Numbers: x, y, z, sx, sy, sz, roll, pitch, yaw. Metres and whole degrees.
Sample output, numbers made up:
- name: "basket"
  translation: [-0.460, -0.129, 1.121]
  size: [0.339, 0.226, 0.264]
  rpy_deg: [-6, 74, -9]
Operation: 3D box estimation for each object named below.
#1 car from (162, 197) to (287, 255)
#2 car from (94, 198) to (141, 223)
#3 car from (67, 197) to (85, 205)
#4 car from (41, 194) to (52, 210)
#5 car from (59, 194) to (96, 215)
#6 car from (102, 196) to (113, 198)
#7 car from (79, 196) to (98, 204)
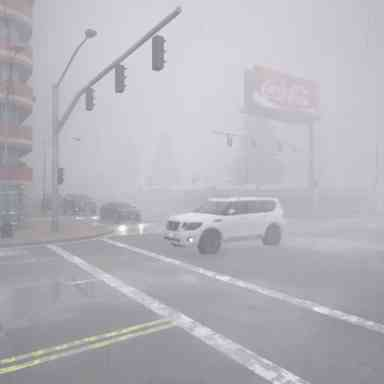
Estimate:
- name: "car"
  translation: [1.491, 1.223, 13.640]
  size: [5.566, 2.045, 2.150]
  rpy_deg: [0, 0, -35]
- name: "car"
  translation: [-5.649, 1.505, 25.824]
  size: [1.837, 1.490, 4.892]
  rpy_deg: [0, 0, -36]
- name: "car"
  translation: [-20.554, 1.564, 58.864]
  size: [1.994, 1.385, 4.181]
  rpy_deg: [0, 0, -36]
- name: "car"
  translation: [-17.801, 1.221, 42.734]
  size: [2.150, 2.045, 5.566]
  rpy_deg: [0, 0, -35]
- name: "car"
  translation: [-11.645, 1.221, 34.161]
  size: [2.150, 2.045, 5.566]
  rpy_deg: [0, 0, -36]
- name: "car"
  translation: [-14.483, 1.505, 56.418]
  size: [1.837, 1.490, 4.892]
  rpy_deg: [0, 0, -36]
- name: "car"
  translation: [-19.973, 1.478, 64.047]
  size: [1.882, 1.535, 5.008]
  rpy_deg: [0, 0, -36]
